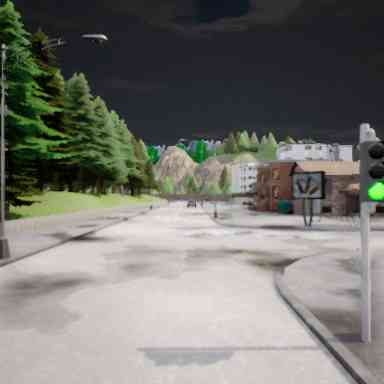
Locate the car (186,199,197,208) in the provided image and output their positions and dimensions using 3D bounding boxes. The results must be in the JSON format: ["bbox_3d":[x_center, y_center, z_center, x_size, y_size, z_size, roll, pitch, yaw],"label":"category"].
[{"bbox_3d":[-0.028,2.354,65.264,2.128,1.511,4.902,0,-1,0],"label":"car"}]

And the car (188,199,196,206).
[{"bbox_3d":[-0.033,2.332,75.685,1.837,1.490,4.892,0,-1,0],"label":"car"}]
